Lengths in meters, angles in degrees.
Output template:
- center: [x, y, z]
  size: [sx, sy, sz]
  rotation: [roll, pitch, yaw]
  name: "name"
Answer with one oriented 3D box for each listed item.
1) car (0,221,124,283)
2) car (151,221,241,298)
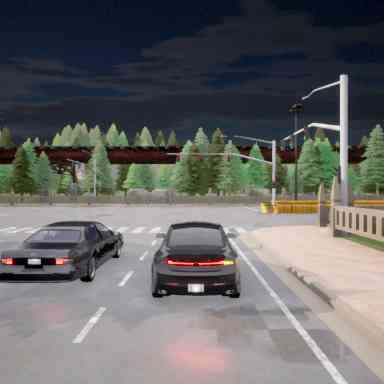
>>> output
- center: [-3.385, 1.547, 9.682]
  size: [2.033, 1.411, 5.357]
  rotation: [0, 0, 0]
  name: "car"
- center: [0.101, 1.505, 8.492]
  size: [1.837, 1.490, 4.892]
  rotation: [0, 0, 1]
  name: "car"
